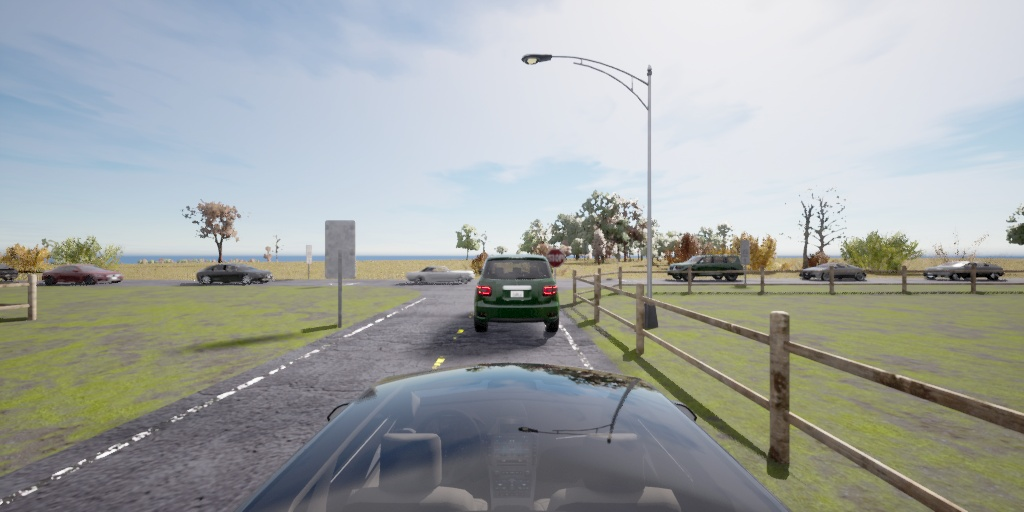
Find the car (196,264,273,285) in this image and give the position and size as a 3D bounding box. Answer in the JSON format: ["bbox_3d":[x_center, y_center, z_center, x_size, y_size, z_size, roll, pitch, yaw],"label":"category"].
[{"bbox_3d":[-20.091,1.307,26.083,4.892,1.490,1.837,-1,0,1],"label":"car"}]

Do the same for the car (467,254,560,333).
[{"bbox_3d":[0.122,0.971,10.931,2.150,2.045,5.566,0,0,0],"label":"car"}]

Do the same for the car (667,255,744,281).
[{"bbox_3d":[15.436,0.927,28.672,5.566,2.045,2.150,0,0,0],"label":"car"}]

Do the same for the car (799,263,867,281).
[{"bbox_3d":[25.477,1.249,28.568,4.181,1.385,1.994,0,0,0],"label":"car"}]

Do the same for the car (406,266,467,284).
[{"bbox_3d":[-5.073,1.359,25.931,4.718,1.301,1.895,0,0,1],"label":"car"}]

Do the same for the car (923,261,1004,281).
[{"bbox_3d":[35.686,1.163,28.450,4.902,1.511,2.128,0,0,1],"label":"car"}]

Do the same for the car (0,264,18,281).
[{"bbox_3d":[-43.585,1.373,29.275,4.892,1.490,1.837,0,0,1],"label":"car"}]

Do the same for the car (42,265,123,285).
[{"bbox_3d":[-31.366,1.359,26.205,4.674,1.442,1.812,0,0,1],"label":"car"}]
